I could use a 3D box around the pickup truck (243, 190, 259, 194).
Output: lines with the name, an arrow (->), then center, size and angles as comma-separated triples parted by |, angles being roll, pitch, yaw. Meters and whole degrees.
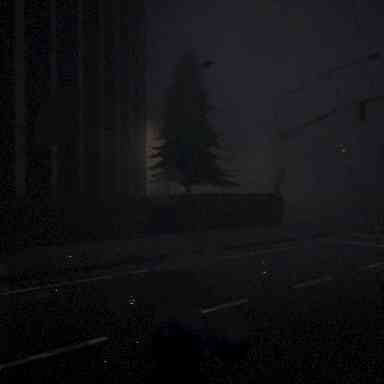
pickup truck -> 11.813, 0.746, 65.724 | 2.390, 2.098, 6.274 | 0, 0, -6
